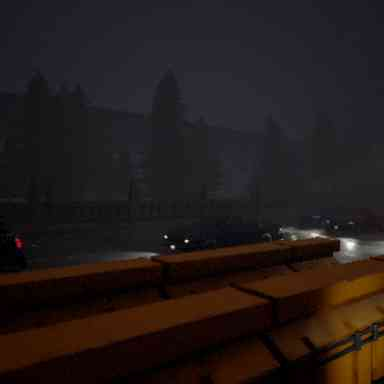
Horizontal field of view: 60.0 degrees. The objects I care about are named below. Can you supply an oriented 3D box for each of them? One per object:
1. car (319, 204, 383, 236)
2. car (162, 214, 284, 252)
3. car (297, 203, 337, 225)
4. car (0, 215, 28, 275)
[{"bbox_3d":[9.808,1.629,19.617,4.674,1.442,1.812,-1,1,-35],"label":"car"},{"bbox_3d":[1.468,1.641,13.649,5.357,1.411,2.033,1,0,-36],"label":"car"},{"bbox_3d":[9.533,1.551,23.648,5.008,1.535,1.882,-2,1,-36],"label":"car"},{"bbox_3d":[-6.527,1.342,7.936,4.553,1.767,2.097,1,0,-35],"label":"car"}]
